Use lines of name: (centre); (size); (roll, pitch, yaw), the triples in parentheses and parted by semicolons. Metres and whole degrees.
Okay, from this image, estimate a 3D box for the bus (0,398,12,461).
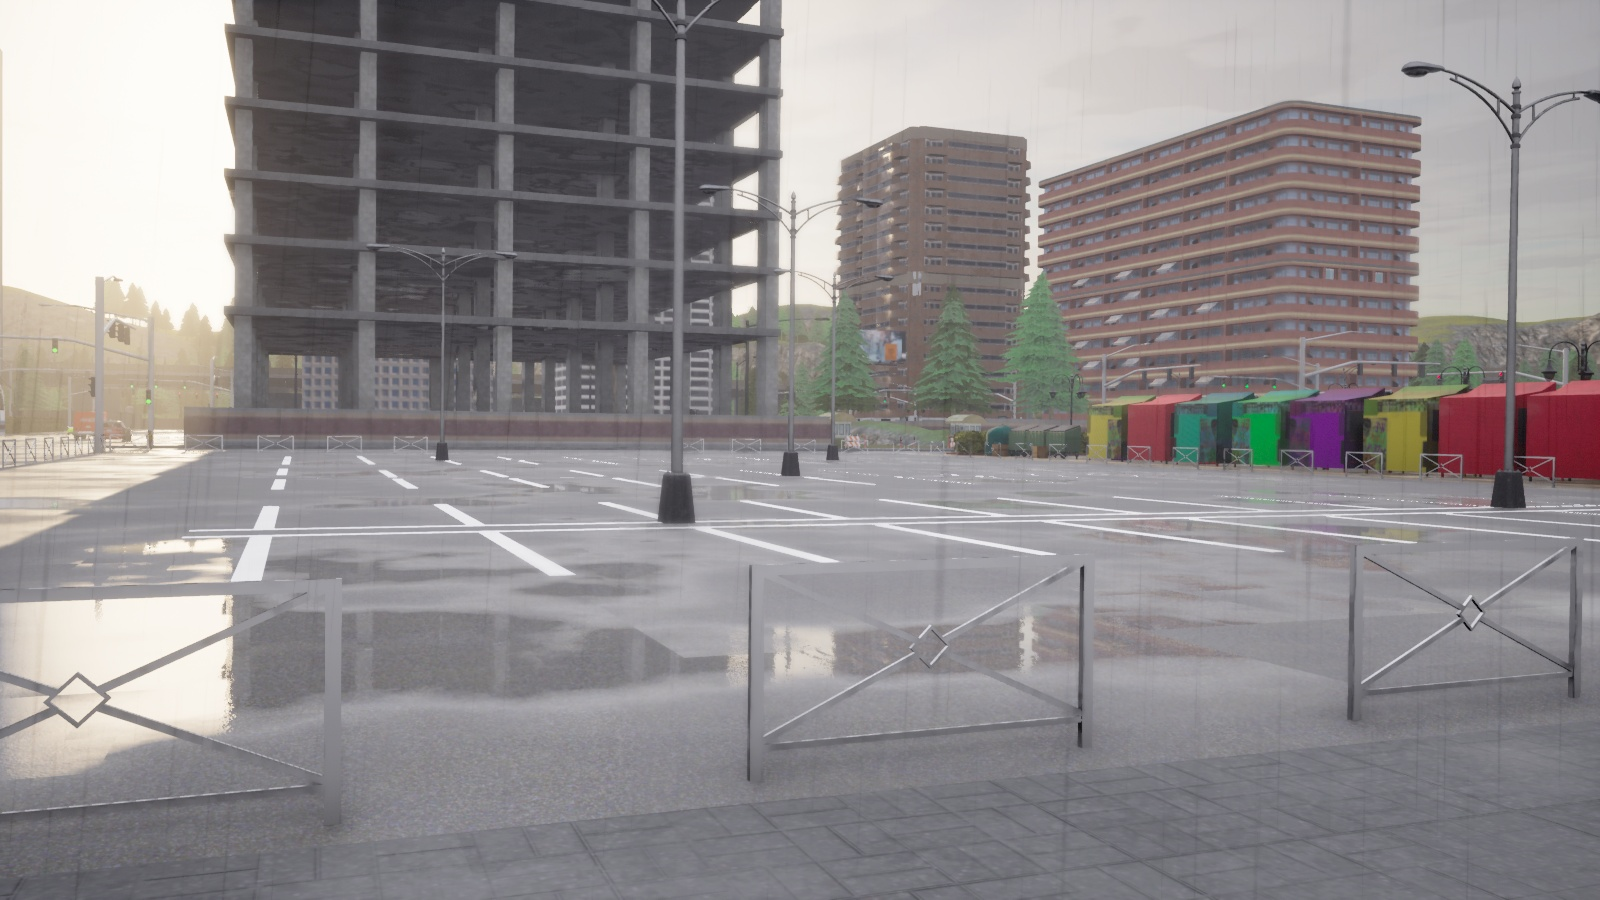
bus: (-54.720, -1.317, 81.763); (3.944, 4.253, 10.273); (-1, 1, -22)
